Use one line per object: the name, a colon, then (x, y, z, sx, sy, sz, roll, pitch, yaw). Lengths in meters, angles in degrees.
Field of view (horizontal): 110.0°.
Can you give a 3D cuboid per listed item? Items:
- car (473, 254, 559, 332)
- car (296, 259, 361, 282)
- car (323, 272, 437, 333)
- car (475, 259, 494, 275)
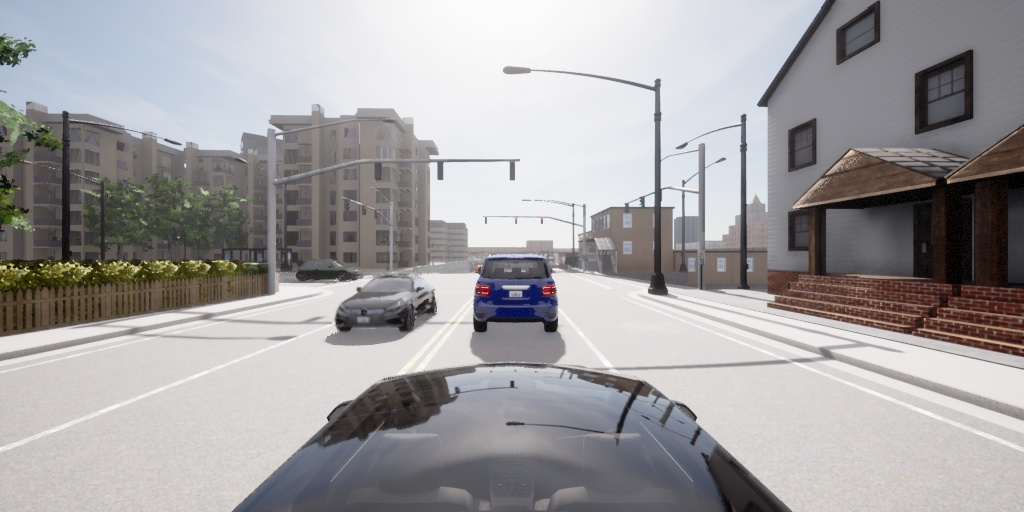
car: (0.102, 0.971, 10.959, 2.150, 2.045, 5.566, 0, 0, 0)
car: (-14.218, 1.102, 28.104, 4.553, 1.767, 2.097, 0, 0, 0)
car: (-3.546, 1.276, 10.935, 1.812, 1.442, 4.674, 0, 0, 1)
car: (-3.552, 1.506, 46.980, 2.097, 1.767, 4.553, 1, -5, 0)
